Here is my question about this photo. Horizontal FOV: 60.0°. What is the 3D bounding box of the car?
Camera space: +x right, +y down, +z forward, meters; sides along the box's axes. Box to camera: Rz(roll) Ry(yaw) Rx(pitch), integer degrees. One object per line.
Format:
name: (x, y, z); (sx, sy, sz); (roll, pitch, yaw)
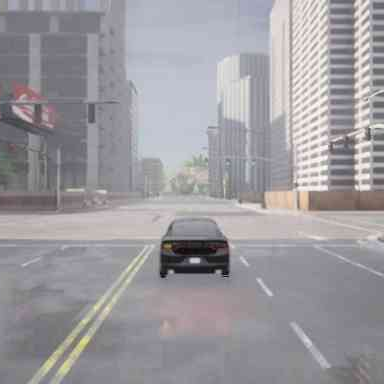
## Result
car: (0.037, 1.522, 10.486); (1.882, 1.535, 5.008); (0, 0, -1)
